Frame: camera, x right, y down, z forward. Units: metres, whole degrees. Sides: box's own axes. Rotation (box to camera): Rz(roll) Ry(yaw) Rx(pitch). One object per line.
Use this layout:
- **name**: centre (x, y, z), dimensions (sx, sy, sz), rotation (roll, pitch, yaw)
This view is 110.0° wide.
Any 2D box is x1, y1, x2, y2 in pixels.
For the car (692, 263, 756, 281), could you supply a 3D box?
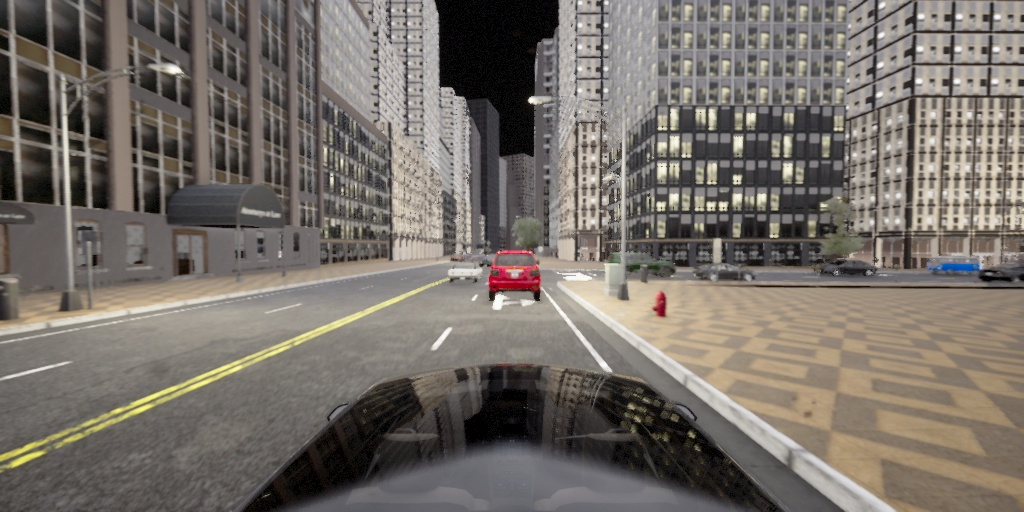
- **car**: centre (15.923, 1.212, 27.023), dimensions (4.403, 1.370, 2.007), rotation (0, 0, -1)

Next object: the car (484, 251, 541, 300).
- **car**: centre (0.105, 0.776, 16.443), dimensions (2.150, 2.045, 5.566), rotation (0, 1, 0)

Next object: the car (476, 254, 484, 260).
- **car**: centre (-3.137, 0.775, 45.595), dimensions (1.895, 1.301, 4.718), rotation (0, 1, 0)

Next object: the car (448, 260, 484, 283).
- **car**: centre (-3.135, 1.126, 24.968), dimensions (1.895, 1.301, 4.718), rotation (1, 0, 0)

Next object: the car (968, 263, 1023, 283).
- **car**: centre (38.488, 1.405, 27.426), dimensions (4.313, 1.339, 1.948), rotation (0, 0, -1)

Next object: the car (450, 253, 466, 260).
- **car**: centre (-9.746, 0.290, 63.960), dimensions (2.097, 1.767, 4.553), rotation (0, 1, 0)

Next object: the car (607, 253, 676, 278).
- **car**: centre (10.793, 0.745, 30.257), dimensions (5.566, 2.045, 2.150), rotation (0, 1, 3)

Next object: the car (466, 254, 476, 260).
- **car**: centre (-6.494, 0.494, 63.922), dimensions (1.994, 1.385, 4.181), rotation (0, 1, 0)

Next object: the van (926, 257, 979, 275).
- **van**: centre (44.036, 0.977, 35.873), dimensions (3.998, 1.789, 1.690), rotation (0, 0, -1)

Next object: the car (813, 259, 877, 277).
- **car**: centre (30.657, 1.111, 33.080), dimensions (4.892, 1.490, 1.837), rotation (0, 2, 0)
